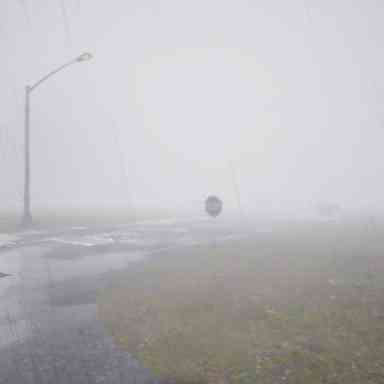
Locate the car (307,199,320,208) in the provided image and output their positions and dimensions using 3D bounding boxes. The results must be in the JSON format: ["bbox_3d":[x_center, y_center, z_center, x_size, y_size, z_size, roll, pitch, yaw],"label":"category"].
[{"bbox_3d":[22.041,2.019,59.413,2.128,1.511,4.902,0,0,37],"label":"car"}]

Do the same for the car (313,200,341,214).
[{"bbox_3d":[17.022,2.013,41.349,1.895,1.301,4.718,0,0,37],"label":"car"}]

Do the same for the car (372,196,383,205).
[{"bbox_3d":[40.019,2.090,71.372,1.812,1.442,4.674,0,0,37],"label":"car"}]
